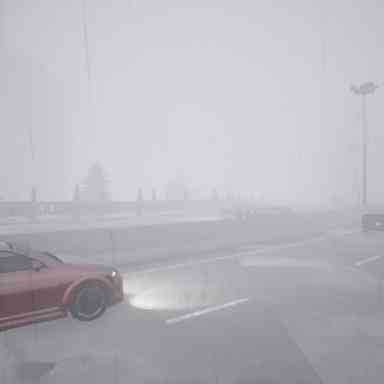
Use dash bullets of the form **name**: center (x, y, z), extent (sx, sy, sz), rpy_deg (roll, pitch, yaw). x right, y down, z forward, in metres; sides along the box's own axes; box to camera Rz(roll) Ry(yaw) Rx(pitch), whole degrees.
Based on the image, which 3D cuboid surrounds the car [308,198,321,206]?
- **car**: center (23.904, 1.906, 64.945), extent (1.812, 1.442, 4.674), rpy_deg (0, 0, 14)

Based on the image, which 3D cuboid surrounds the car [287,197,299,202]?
- **car**: center (21.605, 1.794, 71.305), extent (2.097, 1.767, 4.553), rpy_deg (0, 0, 11)

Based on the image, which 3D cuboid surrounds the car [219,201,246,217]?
- **car**: center (4.558, 1.632, 33.104), extent (1.882, 1.535, 5.008), rpy_deg (0, 0, 37)

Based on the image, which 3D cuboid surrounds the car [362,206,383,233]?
- **car**: center (11.432, 1.545, 19.310), extent (1.882, 1.535, 5.008), rpy_deg (0, 0, 42)

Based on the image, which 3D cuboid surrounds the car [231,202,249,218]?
- **car**: center (5.665, 1.726, 28.884), extent (1.895, 1.301, 4.718), rpy_deg (0, 0, 40)

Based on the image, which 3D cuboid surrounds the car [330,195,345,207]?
- **car**: center (26.200, 1.550, 60.098), extent (2.150, 2.045, 5.566), rpy_deg (0, 0, 17)

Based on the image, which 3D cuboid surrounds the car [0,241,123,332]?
- **car**: center (-3.362, 1.582, 5.845), extent (4.181, 1.385, 1.994), rpy_deg (0, 0, -37)

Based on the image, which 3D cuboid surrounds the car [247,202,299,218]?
- **car**: center (6.165, 1.660, 24.210), extent (1.994, 1.385, 4.181), rpy_deg (0, 0, 42)
